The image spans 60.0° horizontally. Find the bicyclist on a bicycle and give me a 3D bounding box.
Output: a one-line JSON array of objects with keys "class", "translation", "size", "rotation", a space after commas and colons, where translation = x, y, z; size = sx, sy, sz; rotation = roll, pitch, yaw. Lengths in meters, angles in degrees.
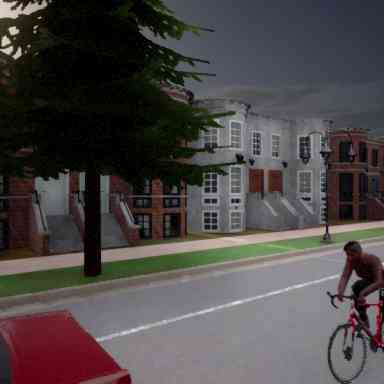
[{"class": "bicyclist on a bicycle", "translation": [2.237, 1.436, 4.228], "size": [1.656, 1.620, 0.582], "rotation": [-3, -5, -28]}]

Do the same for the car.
[{"class": "car", "translation": [-2.862, 1.601, 1.969], "size": [4.718, 1.301, 1.895], "rotation": [0, 0, -35]}]
